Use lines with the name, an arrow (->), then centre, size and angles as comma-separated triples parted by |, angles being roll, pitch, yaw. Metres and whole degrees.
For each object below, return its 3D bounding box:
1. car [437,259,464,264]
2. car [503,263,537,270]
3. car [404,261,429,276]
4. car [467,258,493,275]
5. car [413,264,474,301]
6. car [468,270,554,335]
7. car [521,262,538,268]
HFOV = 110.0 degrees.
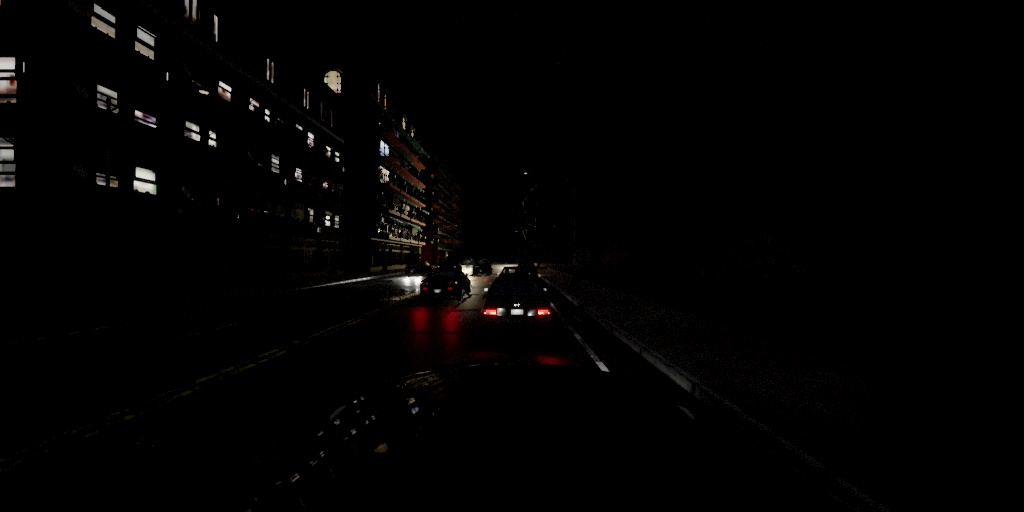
car -> -6.567, 1.105, 37.236 | 2.097, 1.767, 4.553 | 0, 0, 0
car -> 0.118, 1.300, 20.886 | 2.033, 1.411, 5.357 | 0, 0, 0
car -> -9.816, 1.245, 37.624 | 2.128, 1.511, 4.902 | 0, 0, 0
car -> -3.116, 1.247, 38.111 | 2.128, 1.511, 4.902 | 0, 0, 0
car -> -3.136, 1.278, 17.345 | 1.812, 1.442, 4.674 | 0, 0, 0
car -> 0.110, 1.299, 10.525 | 2.033, 1.411, 5.357 | 0, 0, 0
car -> 1.165, 1.259, 30.653 | 1.837, 1.490, 4.892 | 0, 0, 0
